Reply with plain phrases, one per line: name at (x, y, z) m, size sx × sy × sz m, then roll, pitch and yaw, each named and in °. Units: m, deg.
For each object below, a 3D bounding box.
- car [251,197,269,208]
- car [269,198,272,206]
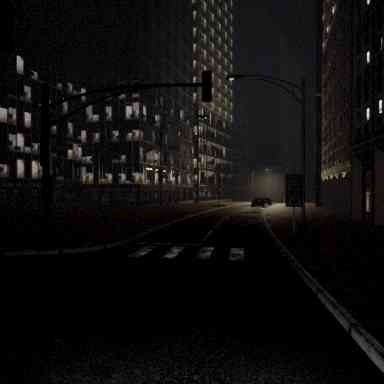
car at (10.300, 1.669, 51.324) m, size 1.837 × 1.490 × 4.892 m, roll 0°, pitch 0°, yaw 17°
car at (13.492, 1.732, 60.827) m, size 1.837 × 1.490 × 4.892 m, roll 0°, pitch 0°, yaw 21°
